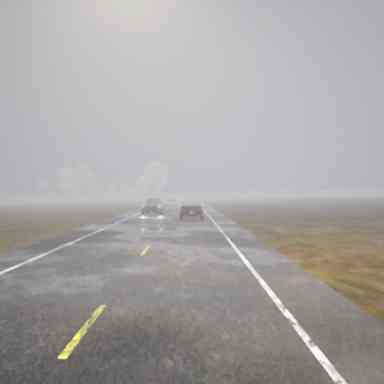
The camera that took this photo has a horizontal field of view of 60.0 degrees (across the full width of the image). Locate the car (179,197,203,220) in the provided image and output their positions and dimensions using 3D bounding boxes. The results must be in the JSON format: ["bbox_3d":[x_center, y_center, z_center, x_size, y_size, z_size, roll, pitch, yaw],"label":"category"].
[{"bbox_3d":[-0.046,1.444,28.099,1.882,1.535,5.008,0,-1,0],"label":"car"}]

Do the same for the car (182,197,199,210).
[{"bbox_3d":[-0.241,1.451,43.471,2.128,1.511,4.902,0,0,-1],"label":"car"}]

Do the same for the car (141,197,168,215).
[{"bbox_3d":[-3.794,1.315,33.003,2.097,1.767,4.553,0,0,-1],"label":"car"}]

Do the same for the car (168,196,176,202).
[{"bbox_3d":[-4.412,1.502,71.770,2.033,1.411,5.357,0,0,-1],"label":"car"}]
